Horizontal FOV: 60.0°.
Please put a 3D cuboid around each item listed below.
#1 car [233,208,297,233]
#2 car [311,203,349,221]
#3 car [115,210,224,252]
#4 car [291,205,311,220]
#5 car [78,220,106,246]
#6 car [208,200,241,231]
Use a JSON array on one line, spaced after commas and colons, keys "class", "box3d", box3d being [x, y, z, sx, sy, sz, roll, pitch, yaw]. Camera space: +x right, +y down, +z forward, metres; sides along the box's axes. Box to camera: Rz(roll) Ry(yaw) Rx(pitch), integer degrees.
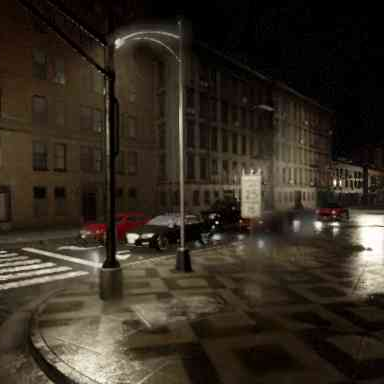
[{"class": "car", "box3d": [5.094, 1.991, 22.620, 1.895, 1.301, 4.718, -1, -1, 41]}, {"class": "car", "box3d": [13.844, 1.870, 32.784, 2.097, 1.767, 4.553, -1, -1, 40]}, {"class": "car", "box3d": [-0.926, 1.792, 15.605, 2.128, 1.511, 4.902, -1, -1, 40]}, {"class": "car", "box3d": [11.345, 2.105, 34.857, 2.033, 1.411, 5.357, -1, -1, 41]}, {"class": "car", "box3d": [-3.614, 1.864, 17.487, 1.812, 1.442, 4.674, -1, -1, 41]}, {"class": "car", "box3d": [2.636, 1.652, 24.752, 2.150, 2.045, 5.566, -1, -1, 41]}]
